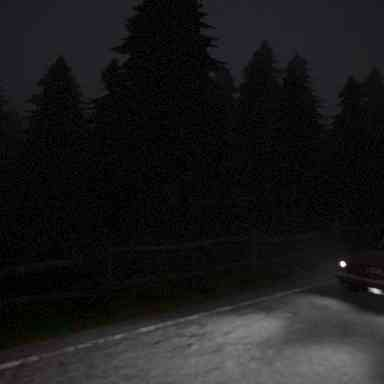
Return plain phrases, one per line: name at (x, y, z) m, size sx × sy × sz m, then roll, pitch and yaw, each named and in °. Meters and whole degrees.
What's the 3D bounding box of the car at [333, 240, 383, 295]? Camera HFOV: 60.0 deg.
car at (5.433, 1.661, 7.862) m, size 4.718 × 1.301 × 1.895 m, roll 0°, pitch 0°, yaw -35°
